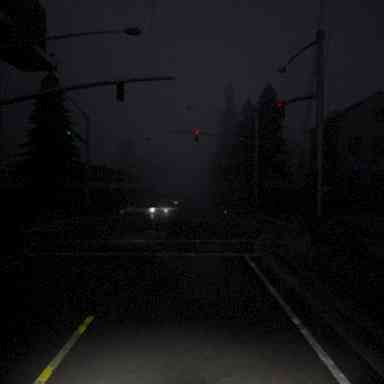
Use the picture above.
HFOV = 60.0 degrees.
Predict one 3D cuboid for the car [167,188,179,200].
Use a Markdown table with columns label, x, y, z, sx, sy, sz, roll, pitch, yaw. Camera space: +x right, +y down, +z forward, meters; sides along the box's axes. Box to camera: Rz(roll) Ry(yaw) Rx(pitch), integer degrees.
| label | x | y | z | sx | sy | sz | roll | pitch | yaw |
| --- | --- | --- | --- | --- | --- | --- | --- | --- | --- |
| car | -3.497 | 0.357 | 58.968 | 2.150 | 2.045 | 5.566 | 0 | 1 | 0 |

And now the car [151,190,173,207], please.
| label | x | y | z | sx | sy | sz | roll | pitch | yaw |
| --- | --- | --- | --- | --- | --- | --- | --- | --- | --- |
| car | -3.582 | 0.937 | 38.303 | 1.837 | 1.490 | 4.892 | 0 | 2 | 0 |
